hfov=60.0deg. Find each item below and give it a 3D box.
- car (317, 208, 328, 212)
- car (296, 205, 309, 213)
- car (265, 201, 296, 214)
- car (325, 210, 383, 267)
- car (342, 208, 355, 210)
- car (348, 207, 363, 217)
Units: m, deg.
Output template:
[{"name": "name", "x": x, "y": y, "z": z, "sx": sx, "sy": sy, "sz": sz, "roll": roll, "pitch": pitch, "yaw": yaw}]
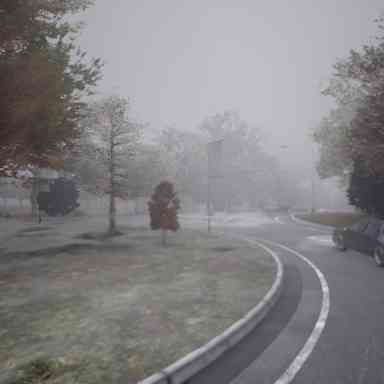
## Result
[{"name": "car", "x": 26.944, "y": 4.078, "z": 68.058, "sx": 1.812, "sy": 1.442, "sz": 4.674, "roll": -1, "pitch": -5, "yaw": 36}, {"name": "car", "x": 17.969, "y": 2.910, "z": 55.945, "sx": 1.895, "sy": 1.301, "sz": 4.718, "roll": -1, "pitch": -5, "yaw": 37}, {"name": "car", "x": 10.004, "y": 1.798, "z": 38.549, "sx": 2.128, "sy": 1.511, "sz": 4.902, "roll": -1, "pitch": -2, "yaw": 33}, {"name": "car", "x": 6.637, "y": 1.577, "z": 11.406, "sx": 2.033, "sy": 1.411, "sz": 5.357, "roll": 0, "pitch": 0, "yaw": 2}, {"name": "car", "x": 31.518, "y": 4.302, "z": 68.368, "sx": 2.033, "sy": 1.411, "sz": 5.357, "roll": -1, "pitch": -5, "yaw": 36}, {"name": "car", "x": 37.751, "y": 4.730, "z": 76.798, "sx": 2.150, "sy": 2.045, "sz": 5.566, "roll": -1, "pitch": -5, "yaw": 37}]
